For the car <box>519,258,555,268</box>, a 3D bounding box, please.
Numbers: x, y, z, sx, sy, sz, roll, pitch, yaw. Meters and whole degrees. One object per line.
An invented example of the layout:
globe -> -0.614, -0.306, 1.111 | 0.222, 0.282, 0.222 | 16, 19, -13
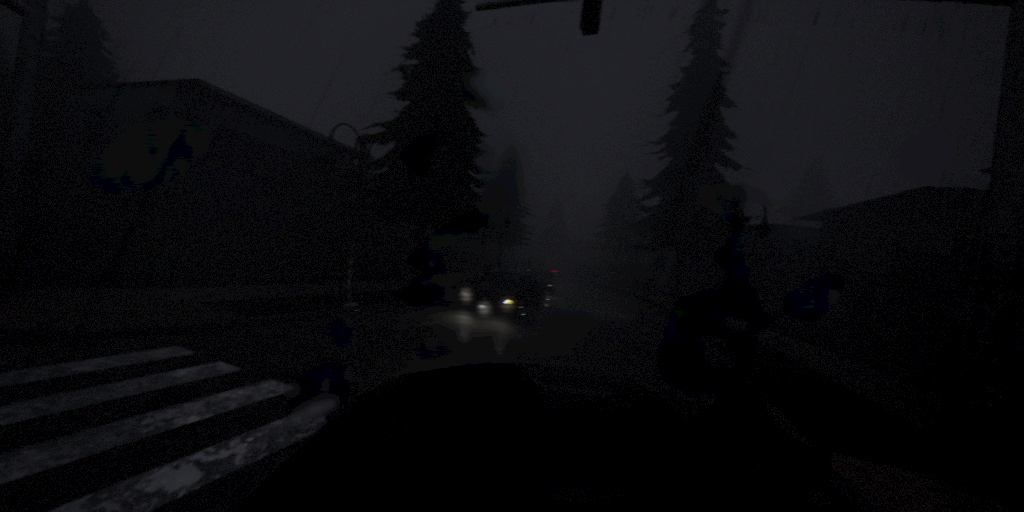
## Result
car -> 2.233, 1.352, 34.451 | 2.150, 2.045, 5.566 | 7, 0, -4

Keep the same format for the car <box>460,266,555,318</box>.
car -> -0.036, 1.330, 13.686 | 2.033, 1.411, 5.357 | 7, 0, 17

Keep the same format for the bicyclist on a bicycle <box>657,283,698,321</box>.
bicyclist on a bicycle -> 7.082, 2.001, 15.394 | 1.656, 1.620, 0.582 | -2, -2, 13

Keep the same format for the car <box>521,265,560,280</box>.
car -> 1.898, 1.601, 23.714 | 2.033, 1.411, 5.357 | 7, 0, 7

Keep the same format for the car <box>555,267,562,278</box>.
car -> 4.575, 1.942, 43.656 | 2.128, 1.511, 4.902 | 7, 0, -11

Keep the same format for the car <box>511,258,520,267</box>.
car -> 1.788, 1.370, 53.769 | 2.150, 2.045, 5.566 | 7, 0, -21
